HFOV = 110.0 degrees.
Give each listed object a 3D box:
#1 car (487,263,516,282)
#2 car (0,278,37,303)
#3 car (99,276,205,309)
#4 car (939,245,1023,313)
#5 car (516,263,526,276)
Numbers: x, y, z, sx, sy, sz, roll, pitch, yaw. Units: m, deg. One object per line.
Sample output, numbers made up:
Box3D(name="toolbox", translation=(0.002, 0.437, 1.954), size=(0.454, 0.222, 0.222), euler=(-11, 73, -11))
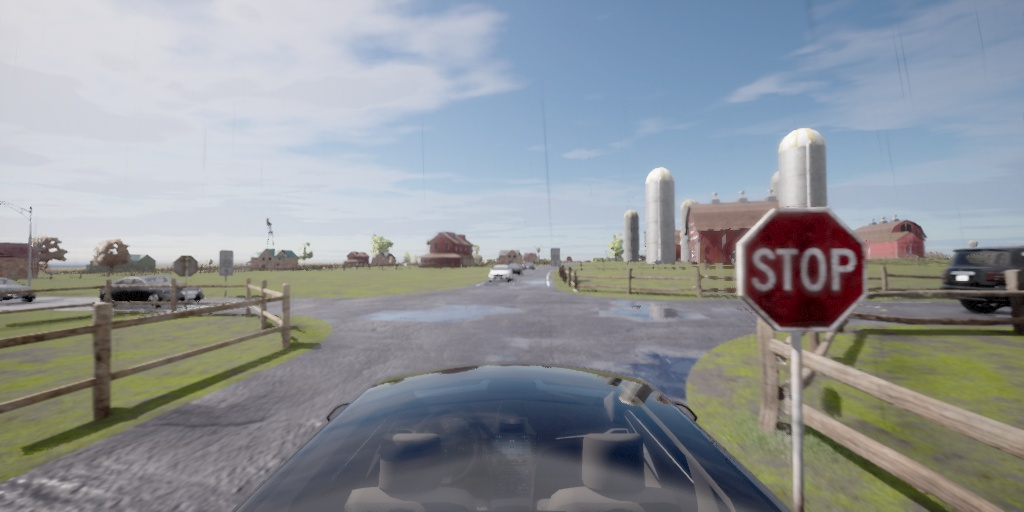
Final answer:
Box3D(name="car", translation=(-0.968, 1.581, 32.691), size=(1.812, 1.442, 4.674), euler=(0, -1, 5))
Box3D(name="car", translation=(-29.898, 2.003, 20.522), size=(4.902, 1.511, 2.128), euler=(-1, -2, 13))
Box3D(name="car", translation=(-17.681, 1.723, 17.662), size=(4.902, 1.511, 2.128), euler=(-1, -2, 13))
Box3D(name="car", translation=(15.849, 0.684, 9.936), size=(5.566, 2.045, 2.150), euler=(-1, -2, 13))
Box3D(name="car", translation=(0.265, 1.647, 44.840), size=(1.882, 1.535, 5.008), euler=(0, 0, 7))
